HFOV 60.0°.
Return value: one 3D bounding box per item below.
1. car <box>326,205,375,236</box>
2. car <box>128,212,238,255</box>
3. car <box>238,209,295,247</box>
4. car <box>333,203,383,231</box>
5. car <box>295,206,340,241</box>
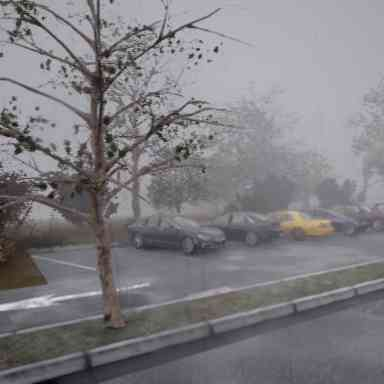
[{"bbox_3d":[7.938,1.735,19.978,4.792,1.488,2.163,-2,-2,38],"label":"car"},{"bbox_3d":[-0.770,1.758,14.677,4.892,1.521,2.231,-2,-2,39],"label":"car"},{"bbox_3d":[2.131,1.742,16.441,4.892,1.521,2.231,-2,-2,38],"label":"car"},{"bbox_3d":[10.779,1.564,21.789,4.553,1.767,2.185,-2,-2,38],"label":"car"},{"bbox_3d":[4.872,1.726,18.330,5.366,1.575,1.946,-2,-2,38],"label":"car"}]
